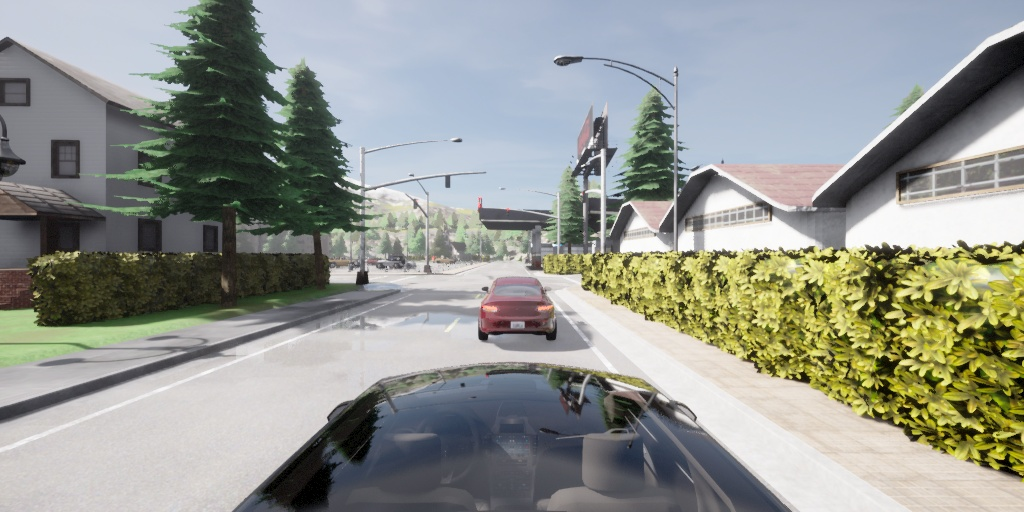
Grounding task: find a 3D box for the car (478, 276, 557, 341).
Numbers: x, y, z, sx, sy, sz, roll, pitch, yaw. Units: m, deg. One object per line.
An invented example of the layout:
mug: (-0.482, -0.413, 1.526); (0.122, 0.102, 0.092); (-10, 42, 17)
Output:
car: (0.127, 1.276, 9.791); (1.812, 1.442, 4.674); (0, 0, 0)
